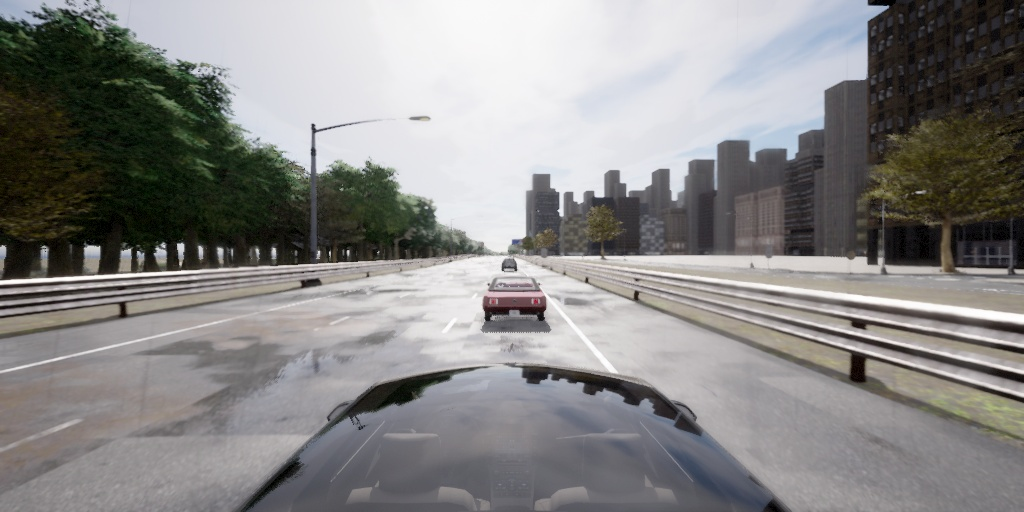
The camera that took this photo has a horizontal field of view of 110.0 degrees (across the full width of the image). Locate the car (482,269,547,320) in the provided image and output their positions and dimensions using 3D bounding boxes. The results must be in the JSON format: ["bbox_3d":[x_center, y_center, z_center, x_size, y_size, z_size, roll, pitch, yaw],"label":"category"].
[{"bbox_3d":[0.068,1.319,12.451,1.895,1.301,4.718,0,0,0],"label":"car"}]

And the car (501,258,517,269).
[{"bbox_3d":[-0.345,1.006,45.231,2.033,1.649,4.856,0,0,-1],"label":"car"}]
